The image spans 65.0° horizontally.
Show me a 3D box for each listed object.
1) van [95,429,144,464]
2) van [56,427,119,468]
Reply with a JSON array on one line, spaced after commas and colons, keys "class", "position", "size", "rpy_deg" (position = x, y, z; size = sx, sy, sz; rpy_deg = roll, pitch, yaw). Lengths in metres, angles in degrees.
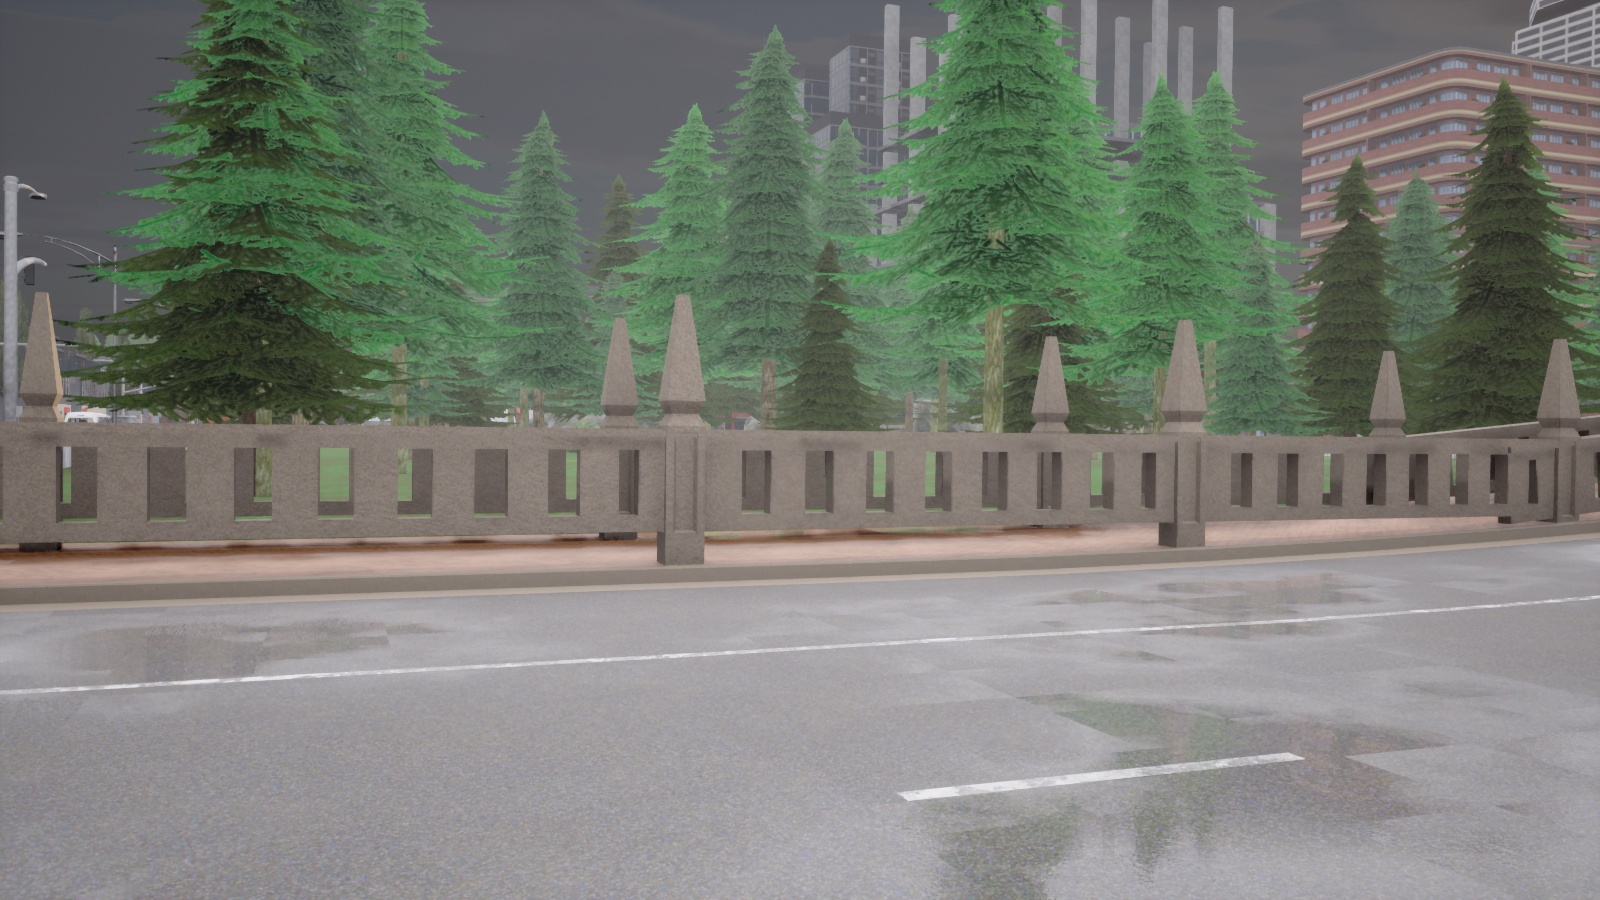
[{"class": "van", "position": [-39.894, -0.222, 73.684], "size": [1.775, 1.987, 4.442], "rpy_deg": [-1, 1, -19]}, {"class": "van", "position": [-37.022, -0.147, 65.360], "size": [2.069, 2.038, 4.480], "rpy_deg": [-1, 1, -19]}]
